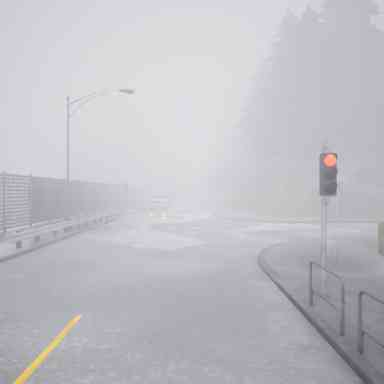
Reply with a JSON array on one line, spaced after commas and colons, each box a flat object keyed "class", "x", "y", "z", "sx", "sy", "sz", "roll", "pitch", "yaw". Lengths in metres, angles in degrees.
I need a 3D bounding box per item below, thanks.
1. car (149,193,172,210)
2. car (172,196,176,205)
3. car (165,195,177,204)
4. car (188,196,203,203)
[{"class": "car", "x": -4.167, "y": 1.221, "z": 43.118, "sx": 2.150, "sy": 2.045, "sz": 5.566, "roll": 0, "pitch": 0, "yaw": 0}, {"class": "car", "x": -4.169, "y": 1.220, "z": 53.779, "sx": 2.150, "sy": 2.045, "sz": 5.566, "roll": 0, "pitch": 0, "yaw": 0}, {"class": "car", "x": -4.144, "y": 1.476, "z": 65.943, "sx": 1.882, "sy": 1.535, "sz": 5.008, "roll": 0, "pitch": 0, "yaw": 0}, {"class": "car", "x": 0.720, "y": 1.523, "z": 72.096, "sx": 1.812, "sy": 1.442, "sz": 4.674, "roll": 0, "pitch": 0, "yaw": 26}]
